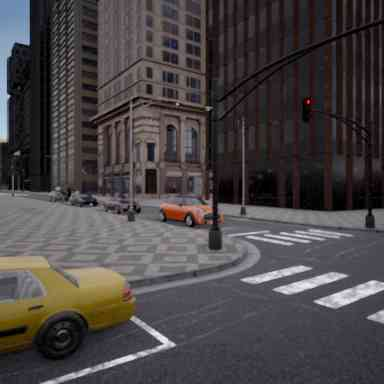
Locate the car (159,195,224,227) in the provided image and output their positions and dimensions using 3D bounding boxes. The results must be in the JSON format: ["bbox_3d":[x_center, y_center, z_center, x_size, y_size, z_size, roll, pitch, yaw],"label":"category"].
[{"bbox_3d":[-0.138,1.043,20.165,2.097,1.767,4.553,0,1,-36],"label":"car"}]

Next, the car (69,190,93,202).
[{"bbox_3d":[-15.908,0.566,47.556,1.882,1.535,5.008,0,1,-36],"label":"car"}]

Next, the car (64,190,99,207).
[{"bbox_3d":[-12.058,0.844,36.795,2.033,1.411,5.357,0,1,-36],"label":"car"}]

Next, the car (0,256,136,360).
[{"bbox_3d":[-3.165,1.525,4.392,4.829,1.417,1.752,0,0,-36],"label":"car"}]

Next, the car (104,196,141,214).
[{"bbox_3d":[-5.955,1.060,28.280,1.994,1.385,4.181,0,1,-35],"label":"car"}]

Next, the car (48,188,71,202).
[{"bbox_3d":[-18.316,0.600,45.601,1.837,1.490,4.892,0,1,-35],"label":"car"}]
